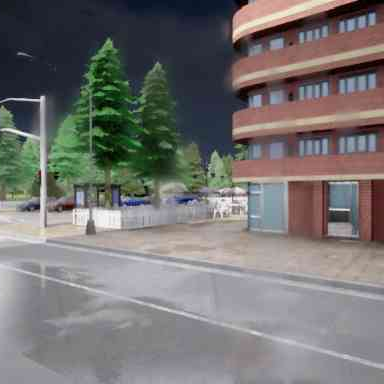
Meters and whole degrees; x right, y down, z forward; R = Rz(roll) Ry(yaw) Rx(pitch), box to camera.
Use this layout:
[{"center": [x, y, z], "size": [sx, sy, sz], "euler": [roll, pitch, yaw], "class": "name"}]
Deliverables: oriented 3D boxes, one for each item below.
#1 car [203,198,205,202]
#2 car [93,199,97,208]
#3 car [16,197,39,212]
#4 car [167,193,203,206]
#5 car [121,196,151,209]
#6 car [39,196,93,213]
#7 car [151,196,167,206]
[{"center": [0.520, 1.497, 57.877], "size": [4.181, 1.385, 1.994], "euler": [0, 0, -37], "class": "car"}, {"center": [-12.053, 1.496, 44.201], "size": [1.994, 1.385, 4.181], "euler": [0, 0, 35], "class": "car"}, {"center": [-17.089, 1.284, 37.231], "size": [2.097, 1.767, 4.553], "euler": [0, 0, 35], "class": "car"}, {"center": [-1.370, 1.155, 51.725], "size": [5.566, 2.045, 2.150], "euler": [0, 0, -44], "class": "car"}, {"center": [-8.195, 1.411, 43.536], "size": [1.882, 1.535, 5.008], "euler": [0, 0, 37], "class": "car"}, {"center": [-13.604, 1.285, 36.093], "size": [2.097, 1.767, 4.553], "euler": [0, 0, 36], "class": "car"}, {"center": [-6.629, 1.437, 51.016], "size": [1.837, 1.490, 4.892], "euler": [0, 0, 41], "class": "car"}]
